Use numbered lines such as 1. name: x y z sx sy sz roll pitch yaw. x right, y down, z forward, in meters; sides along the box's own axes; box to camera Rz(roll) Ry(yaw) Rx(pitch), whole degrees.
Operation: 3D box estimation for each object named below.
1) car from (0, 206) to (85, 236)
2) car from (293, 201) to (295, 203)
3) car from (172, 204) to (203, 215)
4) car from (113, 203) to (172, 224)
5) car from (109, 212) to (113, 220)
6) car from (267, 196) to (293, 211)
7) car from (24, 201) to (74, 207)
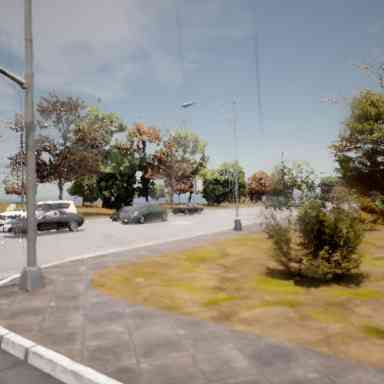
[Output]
1. car: -9.169 1.872 20.998 2.128 1.511 4.902 -2 -1 34
2. car: 17.817 2.098 56.481 1.895 1.301 4.718 -2 -1 33
3. car: -0.535 2.125 40.881 1.895 1.301 4.718 -2 -1 32
4. car: -4.133 1.742 28.663 2.097 1.767 4.553 -2 -1 33
5. car: -5.978 2.050 32.257 1.994 1.385 4.181 -2 -1 33
6. car: 12.148 1.634 47.588 2.150 2.045 5.566 -2 -1 33
7. car: -11.085 1.695 24.390 2.150 2.045 5.566 -2 -1 33
